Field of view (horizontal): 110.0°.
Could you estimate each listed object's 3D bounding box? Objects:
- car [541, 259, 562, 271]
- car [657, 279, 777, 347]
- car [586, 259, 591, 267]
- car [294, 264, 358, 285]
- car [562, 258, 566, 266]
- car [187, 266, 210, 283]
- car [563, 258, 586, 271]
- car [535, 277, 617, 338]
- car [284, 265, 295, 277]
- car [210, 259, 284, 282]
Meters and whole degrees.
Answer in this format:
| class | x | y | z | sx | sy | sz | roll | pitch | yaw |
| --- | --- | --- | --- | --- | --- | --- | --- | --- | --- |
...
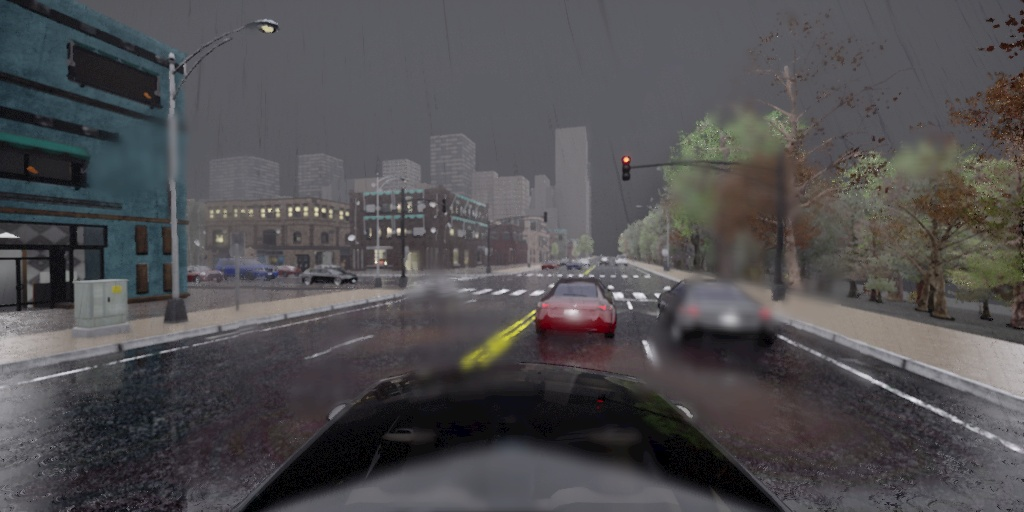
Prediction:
| class | x | y | z | sx | sy | sz | roll | pitch | yaw |
| --- | --- | --- | --- | --- | --- | --- | --- | --- | --- |
| car | 5.067 | 1.274 | 47.404 | 1.895 | 1.301 | 4.718 | 0 | 0 | 15 |
| car | 5.082 | 1.299 | 9.451 | 1.994 | 1.385 | 4.181 | 0 | 0 | 15 |
| car | 12.710 | 1.165 | 63.184 | 1.812 | 1.442 | 4.674 | 0 | 0 | 15 |
| car | -14.048 | 1.539 | 27.680 | 4.313 | 1.339 | 1.948 | 0 | 0 | 15 |
| car | 9.608 | 1.146 | 64.162 | 1.837 | 1.490 | 4.892 | 0 | 0 | 15 |
| car | -27.415 | 1.575 | 31.411 | 4.097 | 1.591 | 1.967 | 0 | 0 | 15 |
| car | 8.205 | 1.273 | 46.562 | 1.895 | 1.301 | 4.718 | 0 | 0 | 15 |
| car | 1.939 | 1.300 | 10.280 | 1.994 | 1.385 | 4.181 | 0 | 0 | 15 |
| car | -25.235 | 1.620 | 39.503 | 4.207 | 1.307 | 1.802 | 0 | 0 | 15 |
| car | -24.647 | 1.301 | 33.337 | 5.566 | 2.045 | 2.150 | -1 | 0 | 15 |
